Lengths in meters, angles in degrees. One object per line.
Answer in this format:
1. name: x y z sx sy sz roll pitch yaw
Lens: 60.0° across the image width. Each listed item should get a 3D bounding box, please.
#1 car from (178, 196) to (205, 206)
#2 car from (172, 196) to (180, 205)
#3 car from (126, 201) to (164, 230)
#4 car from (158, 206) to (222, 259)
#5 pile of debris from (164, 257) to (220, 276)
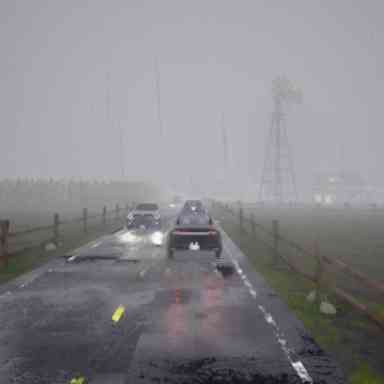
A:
1. car: 0.106 1.437 29.615 2.097 1.767 4.553 0 0 0
2. car: -2.756 1.547 63.840 2.097 1.767 4.553 0 0 1
3. car: -2.843 1.413 21.411 2.097 1.767 4.553 0 0 0
4. car: 0.091 1.527 12.843 2.128 1.511 4.902 0 0 0
5. pile of debris: 0.003 2.203 9.931 1.500 0.140 1.860 0 0 0
